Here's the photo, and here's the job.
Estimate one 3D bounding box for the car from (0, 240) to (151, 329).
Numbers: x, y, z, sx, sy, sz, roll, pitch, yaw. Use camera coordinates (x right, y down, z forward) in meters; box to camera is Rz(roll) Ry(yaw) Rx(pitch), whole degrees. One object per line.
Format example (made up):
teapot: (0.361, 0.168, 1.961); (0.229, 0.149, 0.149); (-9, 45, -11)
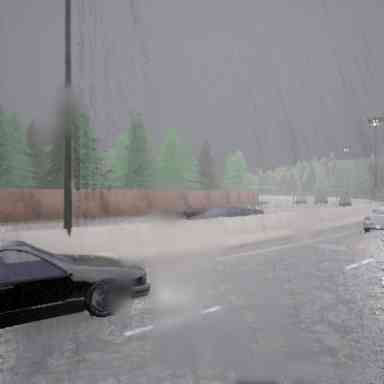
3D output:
car: (-3.418, 1.571, 5.711); (5.357, 1.411, 2.033); (0, 0, -36)

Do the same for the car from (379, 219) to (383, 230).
car: (7.890, 1.582, 10.624); (4.181, 1.385, 1.994); (0, 0, -43)

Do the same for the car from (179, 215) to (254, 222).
car: (1.927, 1.602, 19.545); (5.357, 1.411, 2.033); (0, 0, -44)

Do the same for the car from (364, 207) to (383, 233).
car: (11.213, 1.562, 18.889); (1.812, 1.442, 4.674); (0, 0, 43)
